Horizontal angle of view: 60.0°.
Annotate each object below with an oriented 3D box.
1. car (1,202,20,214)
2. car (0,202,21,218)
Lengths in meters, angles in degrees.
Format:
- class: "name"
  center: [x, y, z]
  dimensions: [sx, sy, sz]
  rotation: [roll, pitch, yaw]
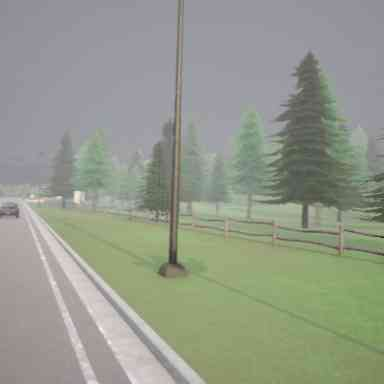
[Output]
- class: "car"
  center: [-24.284, 2.101, 44.647]
  dimensions: [2.033, 1.411, 5.357]
  rotation: [3, -2, -27]
- class: "car"
  center: [-19.257, 1.924, 35.086]
  dimensions: [2.128, 1.511, 4.902]
  rotation: [3, -2, -27]
